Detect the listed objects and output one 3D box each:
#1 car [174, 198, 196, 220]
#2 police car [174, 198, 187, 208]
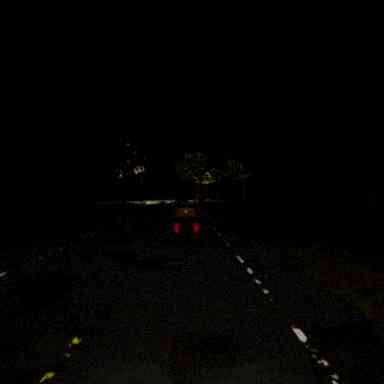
[{"bbox_3d":[-0.559,1.633,30.205,1.801,1.575,5.366,0,0,-2],"label":"car"},{"bbox_3d":[-1.996,1.809,55.265,2.038,1.542,4.974,0,0,-4],"label":"police car"}]
